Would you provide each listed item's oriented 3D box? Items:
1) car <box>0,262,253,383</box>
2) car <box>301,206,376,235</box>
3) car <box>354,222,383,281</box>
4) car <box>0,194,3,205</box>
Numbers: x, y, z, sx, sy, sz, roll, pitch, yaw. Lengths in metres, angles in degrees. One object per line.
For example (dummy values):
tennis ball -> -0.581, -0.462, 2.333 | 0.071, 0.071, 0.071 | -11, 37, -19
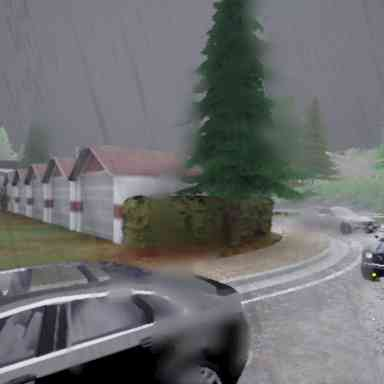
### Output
car -> -1.613, 1.493, 2.893 | 4.902, 1.511, 2.128 | 0, 0, -37
car -> 8.321, 1.548, 19.243 | 1.812, 1.442, 4.674 | 0, 0, -21
car -> 6.143, 1.609, 9.181 | 1.895, 1.301, 4.718 | 0, 0, 39
car -> -33.634, 1.338, 60.371 | 1.905, 1.878, 3.866 | 0, 0, -36
